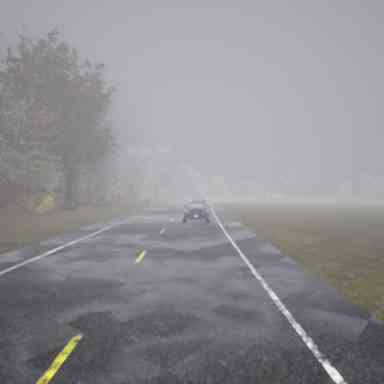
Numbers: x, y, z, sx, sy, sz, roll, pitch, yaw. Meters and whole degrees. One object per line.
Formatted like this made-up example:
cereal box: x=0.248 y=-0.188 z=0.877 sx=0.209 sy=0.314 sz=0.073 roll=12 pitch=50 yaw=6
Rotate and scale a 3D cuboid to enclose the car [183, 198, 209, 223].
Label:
car: x=0.320 y=1.458 z=25.081 sx=1.812 sy=1.442 sz=4.674 roll=0 pitch=0 yaw=1
